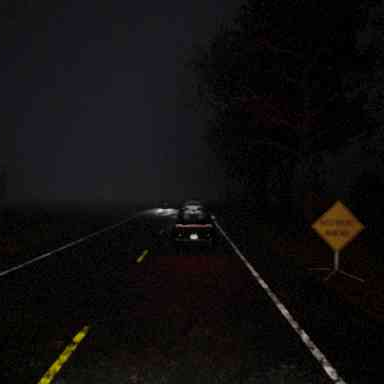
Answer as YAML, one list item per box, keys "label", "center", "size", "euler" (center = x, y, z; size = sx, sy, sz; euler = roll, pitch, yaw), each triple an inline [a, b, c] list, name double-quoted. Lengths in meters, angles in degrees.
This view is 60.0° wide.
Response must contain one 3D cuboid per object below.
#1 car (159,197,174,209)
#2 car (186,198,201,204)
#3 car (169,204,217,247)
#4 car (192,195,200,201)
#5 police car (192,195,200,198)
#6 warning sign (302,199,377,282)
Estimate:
- label: "car"
  center: [-3.587, 1.540, 47.381]
  size: [2.128, 1.511, 4.902]
  euler: [0, 0, 0]
- label: "car"
  center: [0.087, 1.572, 31.334]
  size: [1.812, 1.442, 4.674]
  euler: [0, 0, 0]
- label: "car"
  center: [0.084, 1.518, 15.143]
  size: [2.128, 1.511, 4.902]
  euler: [0, 0, 0]
- label: "car"
  center: [1.040, 1.512, 88.242]
  size: [1.837, 1.490, 4.892]
  euler: [0, 0, 0]
- label: "police car"
  center: [1.042, 1.449, 78.351]
  size: [1.930, 1.638, 5.238]
  euler: [0, 0, 0]
- label: "warning sign"
  center: [3.573, 1.131, 8.198]
  size: [1.300, 1.860, 1.060]
  euler: [1, 1, 0]
